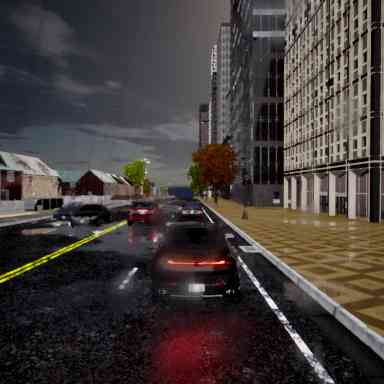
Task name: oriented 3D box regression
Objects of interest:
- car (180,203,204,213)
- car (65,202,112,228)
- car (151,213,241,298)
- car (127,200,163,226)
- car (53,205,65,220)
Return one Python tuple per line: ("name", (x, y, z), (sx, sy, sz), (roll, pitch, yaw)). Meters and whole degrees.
("car", (-0.006, 1.568, 27.071), (2.033, 1.411, 5.357), (0, 0, 0))
("car", (-6.696, 1.539, 22.585), (1.812, 1.442, 4.674), (0, 0, 0))
("car", (0.070, 1.506, 8.494), (1.837, 1.490, 4.892), (0, 0, 0))
("car", (-3.242, 1.368, 23.863), (2.097, 1.767, 4.553), (0, 0, 0))
("car", (-9.956, 1.570, 28.450), (2.033, 1.411, 5.357), (0, 0, 0))
